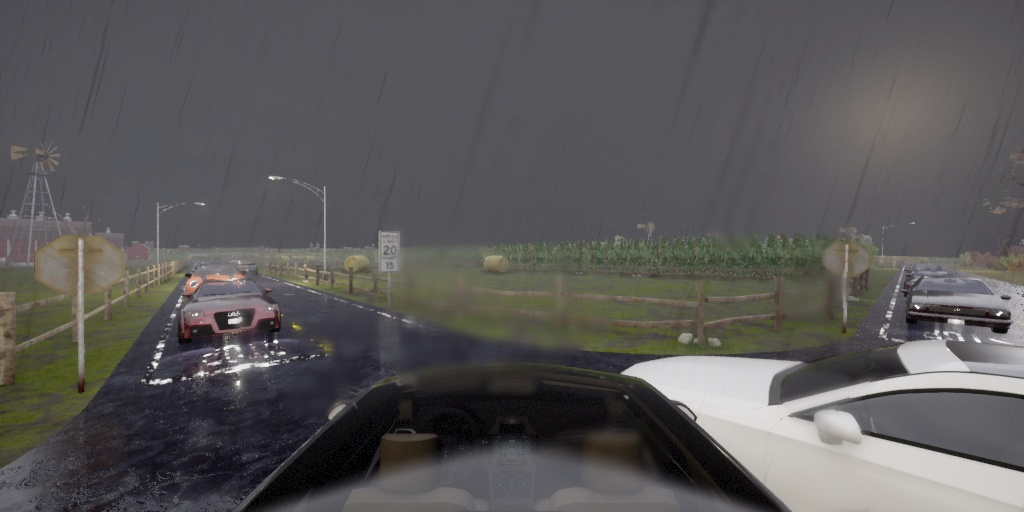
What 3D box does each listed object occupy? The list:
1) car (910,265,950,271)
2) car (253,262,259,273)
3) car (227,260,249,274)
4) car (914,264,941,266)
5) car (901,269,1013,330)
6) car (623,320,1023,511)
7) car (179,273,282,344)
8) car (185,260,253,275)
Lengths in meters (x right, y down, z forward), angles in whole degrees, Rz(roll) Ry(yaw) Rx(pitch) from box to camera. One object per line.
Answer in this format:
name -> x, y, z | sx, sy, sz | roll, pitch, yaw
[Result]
car -> 21.039, 1.363, 17.892 | 4.181, 1.385, 1.994 | 0, 1, -43
car -> -26.597, 1.257, 35.848 | 2.128, 1.511, 4.902 | 0, 0, -41
car -> -33.237, 1.273, 43.379 | 1.837, 1.490, 4.892 | 0, 0, -41
car -> 28.675, 1.307, 24.803 | 4.902, 1.511, 2.128 | 0, 1, -42
car -> 13.635, 1.334, 11.180 | 5.357, 1.411, 2.033 | 0, 1, -42
car -> 2.859, 1.293, 2.226 | 1.812, 1.442, 4.674 | 0, 1, -43
car -> -7.837, 1.349, 9.930 | 1.994, 1.385, 4.181 | 0, 0, -42
car -> -13.542, 1.129, 16.475 | 2.097, 1.767, 4.553 | 0, 0, -41
